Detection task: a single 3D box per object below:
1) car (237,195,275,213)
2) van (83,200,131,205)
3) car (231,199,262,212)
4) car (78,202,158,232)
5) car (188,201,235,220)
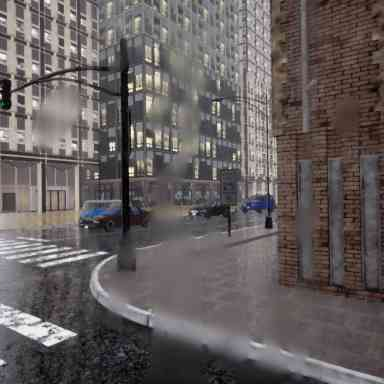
[{"bbox_3d":[7.687,1.329,38.121,2.150,2.045,5.566,-1,-1,36],"label":"car"},{"bbox_3d":[-6.000,1.460,23.471,1.690,1.788,3.998,-2,-1,36],"label":"van"},{"bbox_3d":[6.830,1.688,41.384,1.752,1.417,4.829,-2,-1,36],"label":"car"},{"bbox_3d":[-4.482,1.614,21.136,2.033,1.411,5.357,-1,-1,36],"label":"car"},{"bbox_3d":[1.598,1.578,29.626,2.128,1.511,4.902,-1,-1,36],"label":"car"}]
